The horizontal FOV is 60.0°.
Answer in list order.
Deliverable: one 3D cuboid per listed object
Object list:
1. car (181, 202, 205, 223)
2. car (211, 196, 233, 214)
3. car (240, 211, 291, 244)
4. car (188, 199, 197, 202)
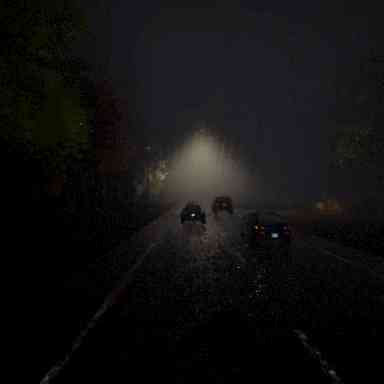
[{"bbox_3d":[0.081,1.786,28.107,1.994,1.385,4.181,0,0,0],"label":"car"},{"bbox_3d":[3.570,1.531,39.625,2.150,2.045,5.566,0,0,0],"label":"car"},{"bbox_3d":[3.518,1.655,16.342,1.812,1.442,4.674,0,0,1],"label":"car"},{"bbox_3d":[0.067,1.899,51.643,1.837,1.490,4.892,0,0,0],"label":"car"}]
